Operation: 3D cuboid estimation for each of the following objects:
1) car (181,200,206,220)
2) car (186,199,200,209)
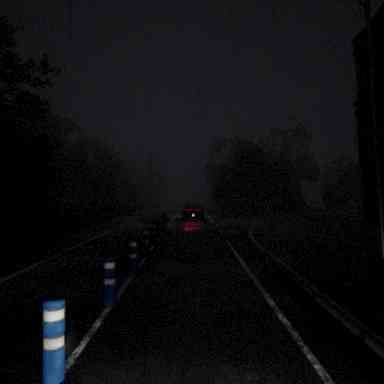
[{"bbox_3d":[0.099,1.591,28.954,1.837,1.490,4.892,0,0,0],"label":"car"},{"bbox_3d":[0.110,1.734,47.733,1.895,1.301,4.718,0,0,0],"label":"car"}]
